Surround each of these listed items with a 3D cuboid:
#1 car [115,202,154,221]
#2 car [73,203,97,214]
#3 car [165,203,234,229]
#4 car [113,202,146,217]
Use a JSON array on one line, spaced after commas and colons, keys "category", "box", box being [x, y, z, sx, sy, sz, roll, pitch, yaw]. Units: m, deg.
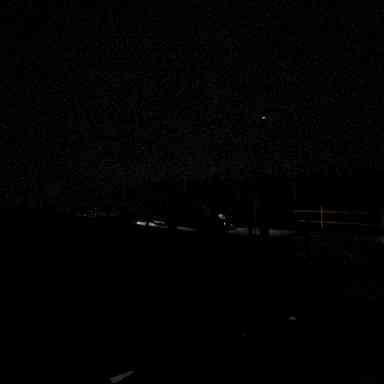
[{"category": "car", "box": [-5.268, 1.839, 30.881, 2.128, 1.511, 4.902, 1, -1, -36]}, {"category": "car", "box": [-13.970, 2.080, 43.141, 2.033, 1.411, 5.357, 1, -1, -35]}, {"category": "car", "box": [0.506, 1.557, 22.340, 4.553, 1.767, 2.097, -1, -1, 25]}, {"category": "car", "box": [-7.307, 1.945, 38.637, 1.882, 1.535, 5.008, 1, -1, -35]}]
